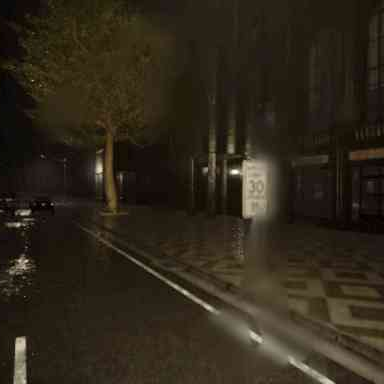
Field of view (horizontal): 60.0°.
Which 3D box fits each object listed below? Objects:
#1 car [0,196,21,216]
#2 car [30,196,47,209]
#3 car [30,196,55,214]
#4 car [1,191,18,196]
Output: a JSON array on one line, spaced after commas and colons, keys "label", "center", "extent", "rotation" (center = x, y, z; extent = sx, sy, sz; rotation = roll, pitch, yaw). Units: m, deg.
[{"label": "car", "center": [-16.600, 1.344, 29.379], "extent": [2.128, 1.511, 4.902], "rotation": [0, 0, -26]}, {"label": "car", "center": [-20.132, 1.293, 43.591], "extent": [1.882, 1.535, 5.008], "rotation": [0, 0, -26]}, {"label": "car", "center": [-15.040, 1.212, 33.491], "extent": [2.097, 1.767, 4.553], "rotation": [0, 0, -26]}, {"label": "car", "center": [-22.565, 1.022, 41.190], "extent": [2.150, 2.045, 5.566], "rotation": [0, 0, -27]}]
